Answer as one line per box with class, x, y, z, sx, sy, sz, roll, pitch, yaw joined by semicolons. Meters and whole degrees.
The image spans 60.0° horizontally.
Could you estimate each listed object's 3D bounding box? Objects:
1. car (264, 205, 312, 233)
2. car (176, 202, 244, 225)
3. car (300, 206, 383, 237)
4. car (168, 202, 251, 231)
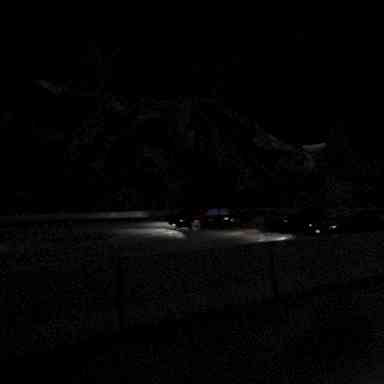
car;6.687;1.561;20.249;5.008;1.535;1.882;0;0;-28
car;1.400;1.562;25.287;4.892;1.490;1.837;0;0;-29
car;8.060;1.612;17.013;4.674;1.442;1.812;0;0;-28
car;1.217;1.595;21.190;5.357;1.411;2.033;0;0;-30
